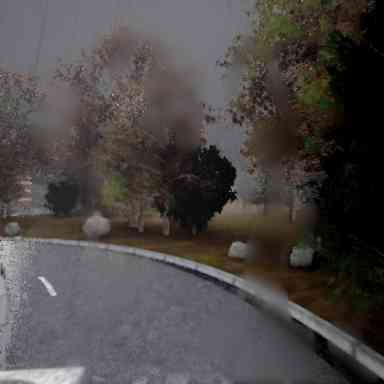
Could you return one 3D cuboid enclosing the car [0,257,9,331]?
[{"bbox_3d":[-3.280,1.246,2.123,2.150,2.045,5.566,1,0,-6],"label":"car"}]
